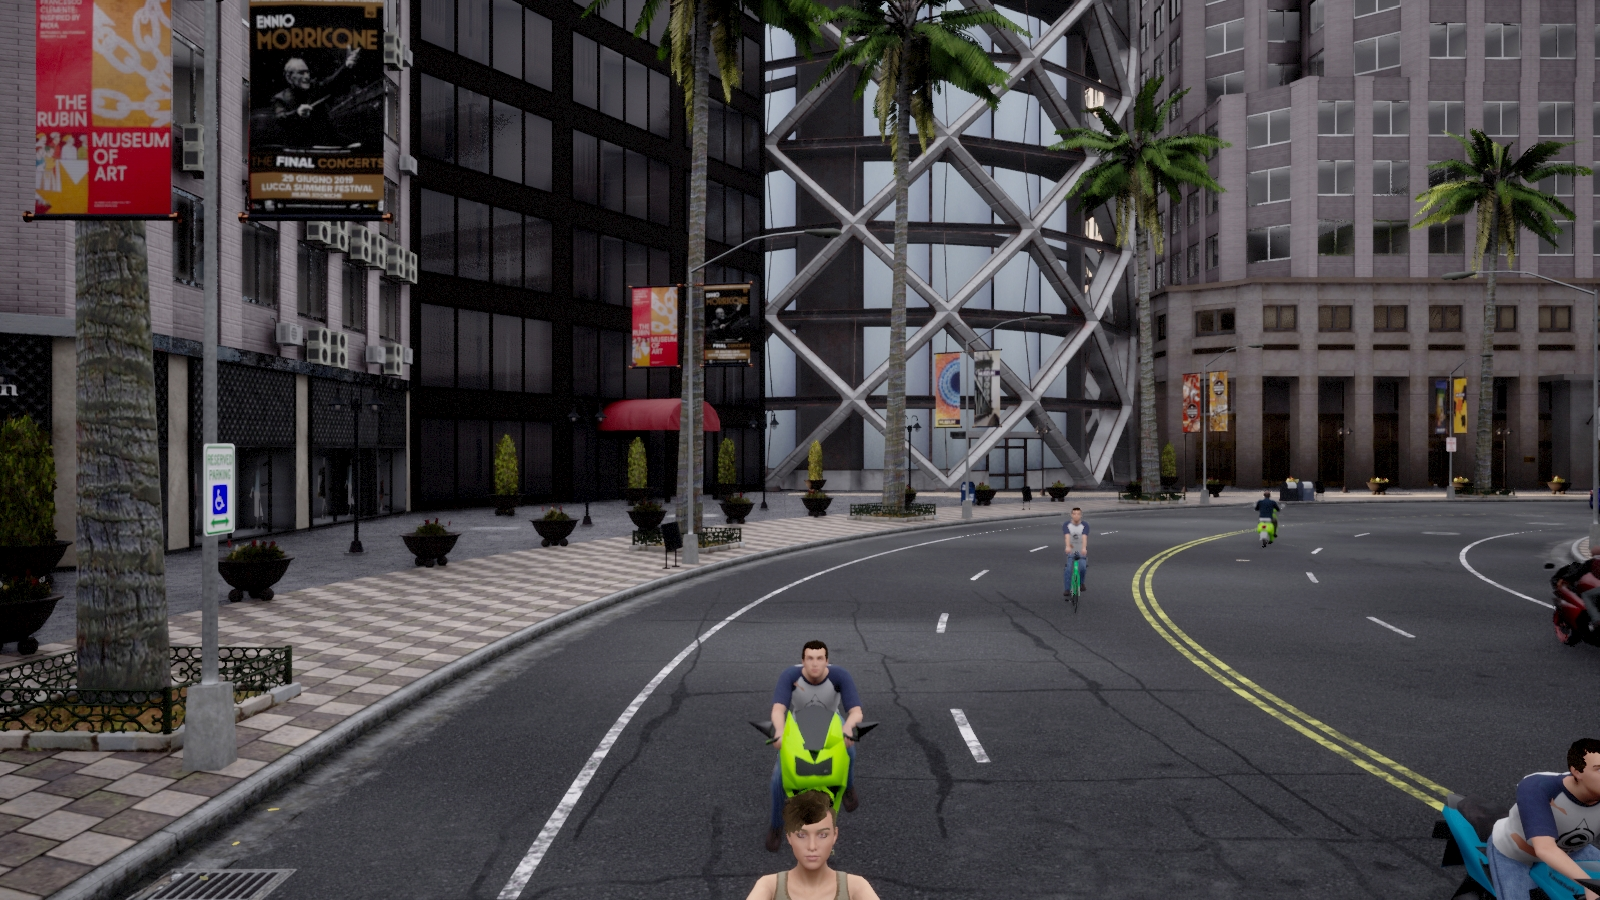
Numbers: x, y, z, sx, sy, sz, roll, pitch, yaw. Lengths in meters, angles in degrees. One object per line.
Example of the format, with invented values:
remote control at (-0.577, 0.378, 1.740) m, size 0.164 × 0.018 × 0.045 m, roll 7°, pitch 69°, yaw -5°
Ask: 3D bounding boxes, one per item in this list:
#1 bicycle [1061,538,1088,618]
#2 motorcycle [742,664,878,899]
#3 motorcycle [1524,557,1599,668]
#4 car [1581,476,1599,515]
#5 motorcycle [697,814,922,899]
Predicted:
bicycle at (4.792, 2.206, 19.985) m, size 0.373 × 1.196 × 1.643 m, roll 2°, pitch 1°, yaw 11°
motorcycle at (0.085, 2.214, 7.768) m, size 0.803 × 1.145 × 2.033 m, roll 0°, pitch -1°, yaw 1°
motorcycle at (10.931, 2.205, 15.627) m, size 0.867 × 1.251 × 2.209 m, roll 0°, pitch 0°, yaw 7°
car at (36.842, 1.968, 49.589) m, size 4.611 × 1.667 × 2.242 m, roll 0°, pitch 0°, yaw -11°
motorcycle at (0.030, 2.170, 3.616) m, size 0.764 × 1.277 × 2.356 m, roll 0°, pitch 0°, yaw 1°
